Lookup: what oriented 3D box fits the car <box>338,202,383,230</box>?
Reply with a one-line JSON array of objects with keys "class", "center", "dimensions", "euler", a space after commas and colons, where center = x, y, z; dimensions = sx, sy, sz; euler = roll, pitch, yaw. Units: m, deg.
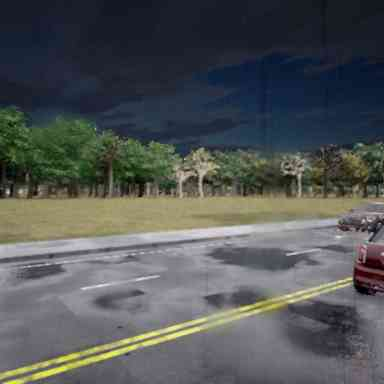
[{"class": "car", "center": [10.412, 1.385, 19.099], "dimensions": [4.553, 1.767, 2.097], "euler": [0, 0, -35]}]

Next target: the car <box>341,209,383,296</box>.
[{"class": "car", "center": [5.664, 1.365, 7.482], "dimensions": [4.553, 1.767, 2.097], "euler": [0, 0, -35]}]
